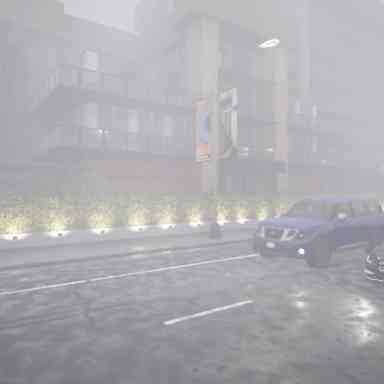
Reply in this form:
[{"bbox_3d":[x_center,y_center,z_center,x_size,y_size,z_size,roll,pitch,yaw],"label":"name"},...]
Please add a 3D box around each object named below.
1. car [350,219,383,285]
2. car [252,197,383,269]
[{"bbox_3d":[6.273,1.503,8.380,4.892,1.490,1.837,-1,0,-35],"label":"car"},{"bbox_3d":[4.605,1.221,11.491,5.566,2.045,2.150,0,0,-35],"label":"car"}]
